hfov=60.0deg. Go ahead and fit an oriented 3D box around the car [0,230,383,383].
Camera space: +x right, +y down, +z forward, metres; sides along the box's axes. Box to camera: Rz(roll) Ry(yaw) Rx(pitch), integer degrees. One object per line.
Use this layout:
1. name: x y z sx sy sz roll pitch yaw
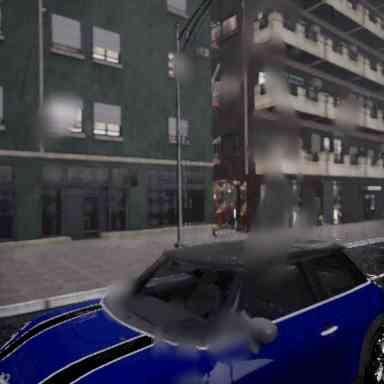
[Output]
1. car: 0.276 1.393 3.620 4.553 1.767 2.097 0 -1 -38
